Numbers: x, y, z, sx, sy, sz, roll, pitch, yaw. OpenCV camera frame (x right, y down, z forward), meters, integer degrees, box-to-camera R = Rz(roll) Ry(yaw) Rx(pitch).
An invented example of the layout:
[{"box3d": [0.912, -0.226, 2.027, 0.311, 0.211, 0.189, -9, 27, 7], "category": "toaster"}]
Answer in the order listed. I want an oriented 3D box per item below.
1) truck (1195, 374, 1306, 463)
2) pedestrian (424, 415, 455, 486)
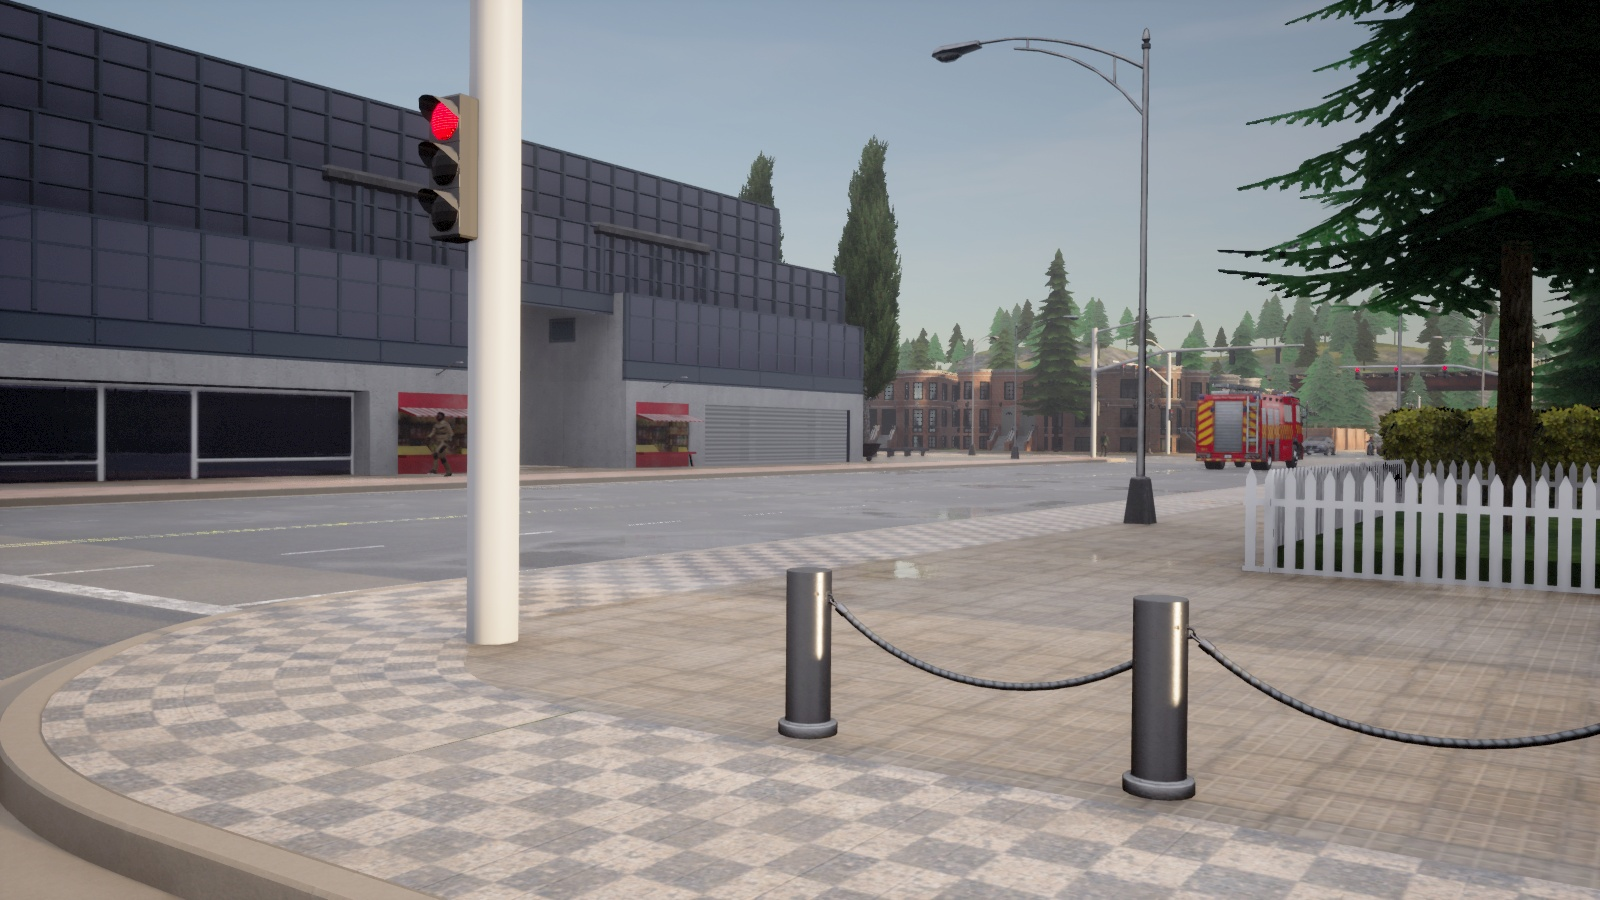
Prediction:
[{"box3d": [21.085, -1.422, 58.443, 2.891, 3.827, 8.468, 0, 1, 34], "category": "truck"}, {"box3d": [-9.965, 0.006, 34.716, 0.396, 1.930, 0.692, 0, 1, 31], "category": "pedestrian"}]
